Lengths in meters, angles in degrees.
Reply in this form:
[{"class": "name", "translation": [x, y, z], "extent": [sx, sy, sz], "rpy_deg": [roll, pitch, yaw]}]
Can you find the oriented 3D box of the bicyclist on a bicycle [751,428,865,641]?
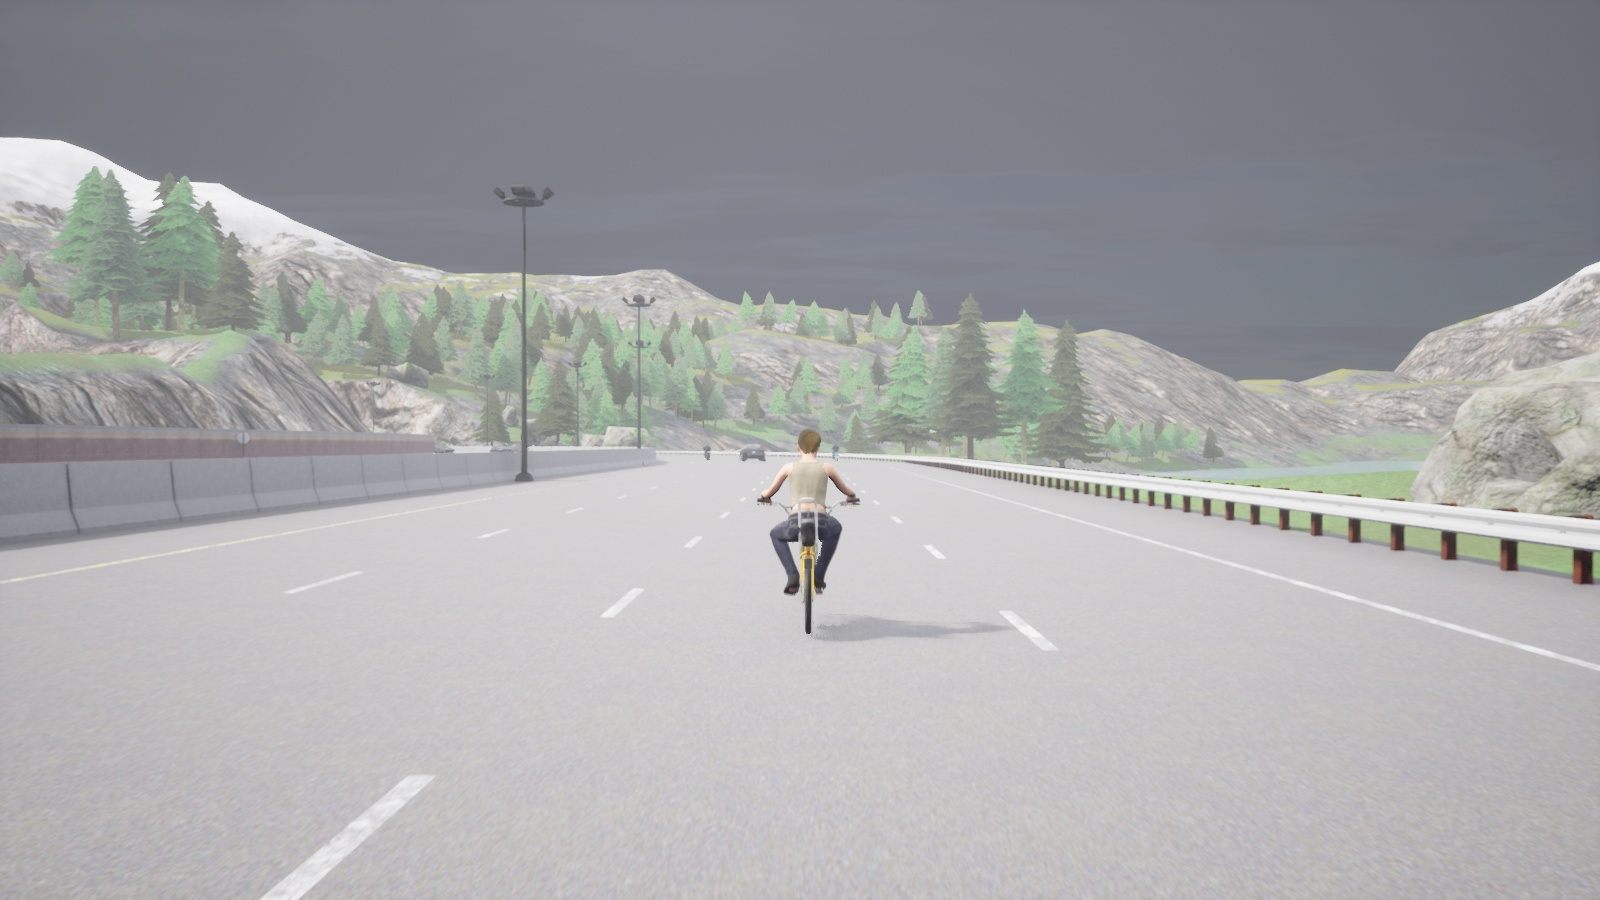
[{"class": "bicyclist on a bicycle", "translation": [0.069, 0.637, 10.273], "extent": [0.866, 1.612, 1.509], "rpy_deg": [0, 0, 1]}]
